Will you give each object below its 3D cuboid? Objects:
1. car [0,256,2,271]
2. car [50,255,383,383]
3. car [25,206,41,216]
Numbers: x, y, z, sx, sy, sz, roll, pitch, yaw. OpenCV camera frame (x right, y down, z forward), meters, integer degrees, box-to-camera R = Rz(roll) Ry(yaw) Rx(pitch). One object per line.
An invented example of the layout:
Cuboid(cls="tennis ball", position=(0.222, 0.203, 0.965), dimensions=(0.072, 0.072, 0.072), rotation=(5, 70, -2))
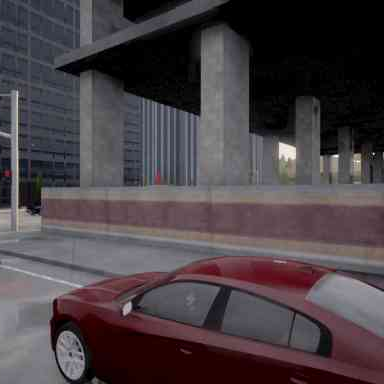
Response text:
Cuboid(cls="car", position=(-6.923, 1.564, 8.871), dimensions=(4.181, 1.385, 1.994), rotation=(0, 0, 36))
Cuboid(cls="car", position=(0.425, 1.478, 3.686), dimensions=(5.008, 1.535, 1.882), rotation=(0, 0, 35))
Cuboid(cls="car", position=(-14.129, 1.656, 33.535), dimensions=(1.895, 1.301, 4.718), rotation=(0, 0, 36))
